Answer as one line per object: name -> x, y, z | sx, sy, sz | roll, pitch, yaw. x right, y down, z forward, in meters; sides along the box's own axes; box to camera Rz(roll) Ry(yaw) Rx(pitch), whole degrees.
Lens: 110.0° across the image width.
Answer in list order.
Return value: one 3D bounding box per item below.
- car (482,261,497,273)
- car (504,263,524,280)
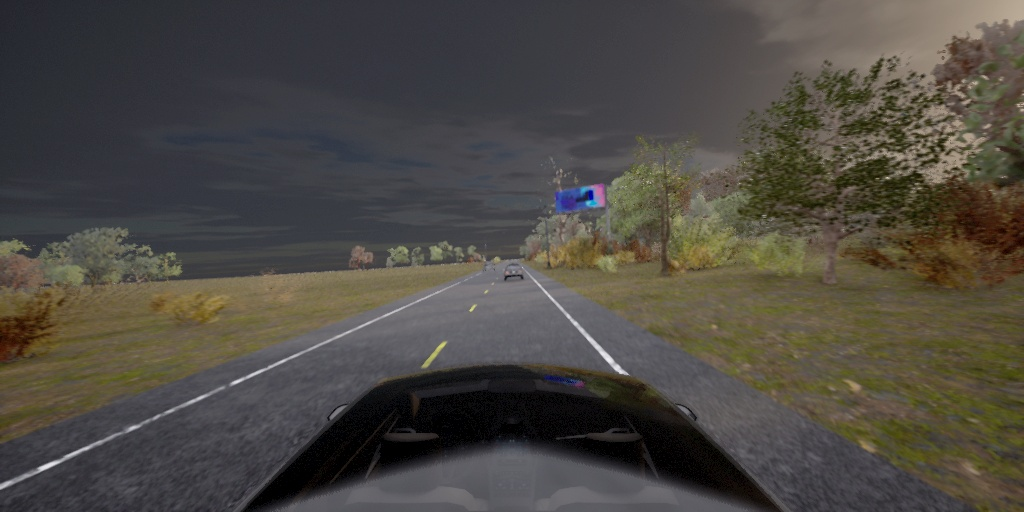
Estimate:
car -> -3.254, 1.500, 51.592 | 2.128, 1.511, 4.902 | -4, 0, 0
car -> 0.175, 1.522, 34.622 | 2.033, 1.411, 5.357 | -4, 0, 1
